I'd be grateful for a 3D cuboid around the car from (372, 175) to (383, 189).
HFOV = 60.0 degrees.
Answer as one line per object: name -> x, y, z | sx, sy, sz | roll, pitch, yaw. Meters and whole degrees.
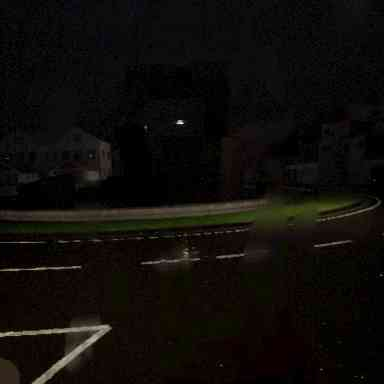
car -> 21.481, -1.390, 33.874 | 5.566, 2.045, 2.150 | 0, 5, 35
